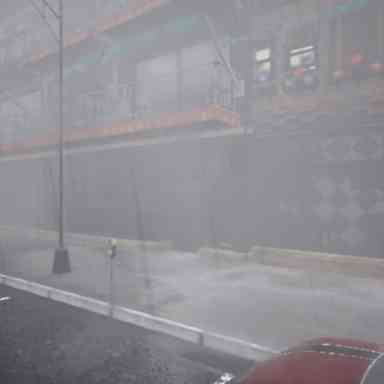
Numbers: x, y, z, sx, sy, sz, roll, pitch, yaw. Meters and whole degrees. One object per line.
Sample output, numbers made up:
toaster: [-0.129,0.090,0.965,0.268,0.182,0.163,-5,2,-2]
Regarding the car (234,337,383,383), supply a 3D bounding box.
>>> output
car: [1.905,1.432,1.508,4.097,1.590,1.967,-1,0,35]
